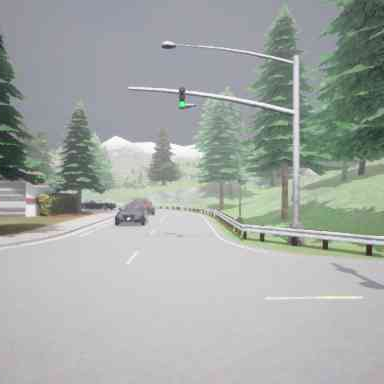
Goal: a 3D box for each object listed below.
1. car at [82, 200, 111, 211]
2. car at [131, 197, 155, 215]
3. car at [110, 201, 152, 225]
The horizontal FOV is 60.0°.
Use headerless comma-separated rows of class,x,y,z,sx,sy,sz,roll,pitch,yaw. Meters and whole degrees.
car,-11.796,1.602,41.147,4.718,1.301,1.895,0,0,14
car,-5.150,1.348,33.471,2.097,1.767,4.553,0,0,-20
car,-4.225,1.561,23.688,1.994,1.385,4.181,0,0,-3
